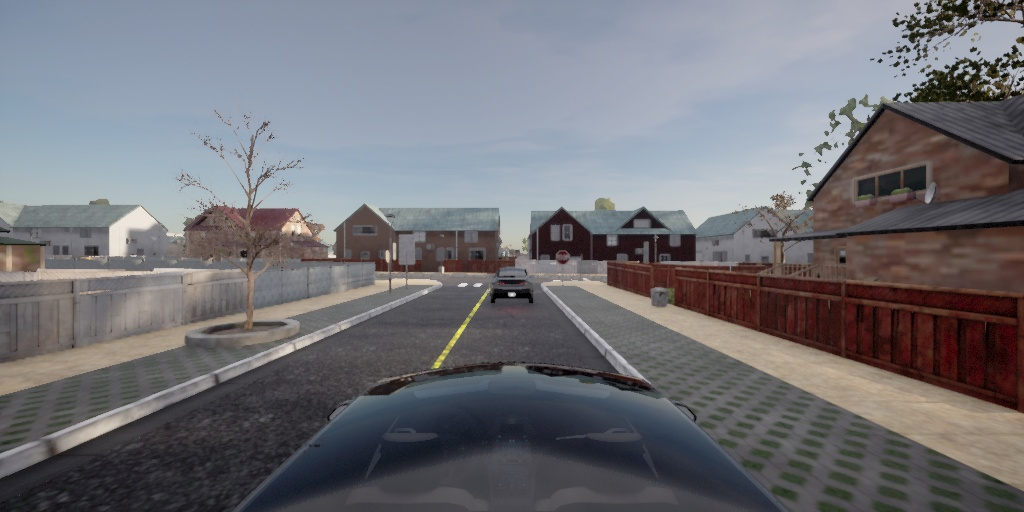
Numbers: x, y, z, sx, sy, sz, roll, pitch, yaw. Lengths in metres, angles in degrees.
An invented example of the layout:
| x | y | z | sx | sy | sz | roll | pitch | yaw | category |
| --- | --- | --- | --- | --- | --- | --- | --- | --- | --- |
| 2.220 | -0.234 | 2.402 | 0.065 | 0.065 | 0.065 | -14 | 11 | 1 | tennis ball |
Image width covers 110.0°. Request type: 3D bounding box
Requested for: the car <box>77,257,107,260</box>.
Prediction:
| x | y | z | sx | sy | sz | roll | pitch | yaw | category |
| --- | --- | --- | --- | --- | --- | --- | --- | --- | --- |
| -39.112 | 0.844 | 32.899 | 5.008 | 1.535 | 1.882 | 1 | 0 | 1 | car |

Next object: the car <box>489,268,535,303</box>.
| x | y | z | sx | sy | sz | roll | pitch | yaw | category |
| --- | --- | --- | --- | --- | --- | --- | --- | --- | --- |
| 0.000 | 1.266 | 16.500 | 1.837 | 1.490 | 4.892 | 0 | 0 | 0 | car |
